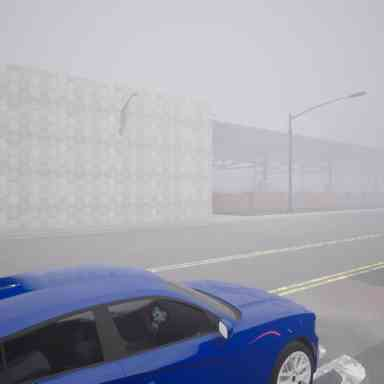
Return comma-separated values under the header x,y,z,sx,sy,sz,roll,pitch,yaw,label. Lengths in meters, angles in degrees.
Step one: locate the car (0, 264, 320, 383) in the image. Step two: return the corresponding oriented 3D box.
x,y,z,sx,sy,sz,roll,pitch,yaw,label
-0.805,1.478,3.174,5.008,1.535,1.882,0,0,-36,car
